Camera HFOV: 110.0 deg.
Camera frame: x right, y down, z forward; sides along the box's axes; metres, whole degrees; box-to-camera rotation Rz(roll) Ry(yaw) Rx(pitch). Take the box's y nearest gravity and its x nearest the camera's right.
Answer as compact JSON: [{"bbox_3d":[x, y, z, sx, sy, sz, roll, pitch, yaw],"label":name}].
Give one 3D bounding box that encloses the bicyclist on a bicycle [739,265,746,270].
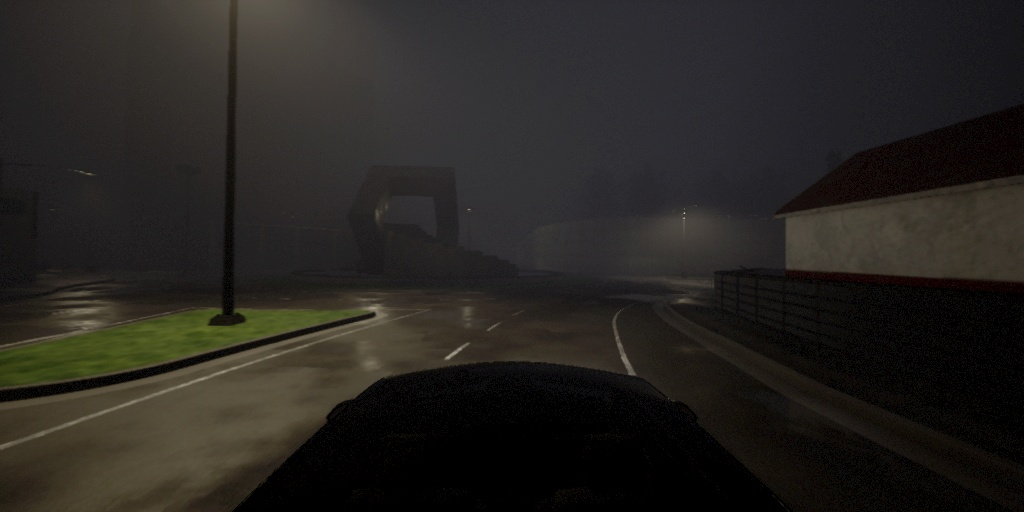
[{"bbox_3d":[18.183,1.551,28.231,0.582,1.620,1.656,1,-1,-36],"label":"bicyclist on a bicycle"}]
